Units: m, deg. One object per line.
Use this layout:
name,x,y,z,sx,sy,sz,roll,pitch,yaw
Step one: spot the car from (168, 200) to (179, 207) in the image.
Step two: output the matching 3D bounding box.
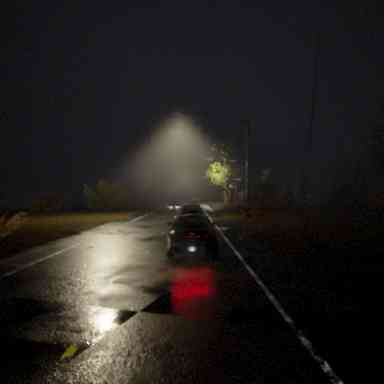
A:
car,-3.504,2.219,65.422,1.994,1.385,4.181,0,-1,1

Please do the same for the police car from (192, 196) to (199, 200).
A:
police car,1.070,2.350,93.413,1.930,1.638,5.238,0,-1,0

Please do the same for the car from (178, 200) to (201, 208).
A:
car,0.037,1.779,29.231,1.882,1.535,5.008,0,0,1

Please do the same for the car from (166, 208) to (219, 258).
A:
car,0.024,1.649,13.474,1.837,1.490,4.892,0,0,1

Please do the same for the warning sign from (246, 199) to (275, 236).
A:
warning sign,3.540,1.297,17.317,1.300,1.860,1.060,-1,-1,0
